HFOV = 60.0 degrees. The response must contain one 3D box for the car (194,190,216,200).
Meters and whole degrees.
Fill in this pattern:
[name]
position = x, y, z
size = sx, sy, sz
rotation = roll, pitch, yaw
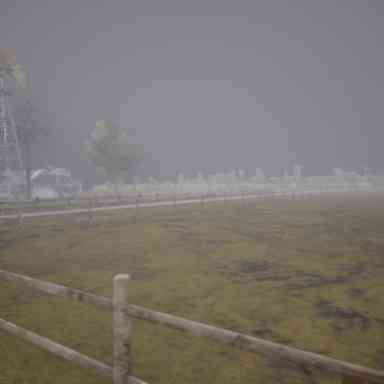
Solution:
[car]
position = 2.243, 0.465, 55.750
size = 1.837, 1.490, 4.892
rotation = -2, 0, 36
